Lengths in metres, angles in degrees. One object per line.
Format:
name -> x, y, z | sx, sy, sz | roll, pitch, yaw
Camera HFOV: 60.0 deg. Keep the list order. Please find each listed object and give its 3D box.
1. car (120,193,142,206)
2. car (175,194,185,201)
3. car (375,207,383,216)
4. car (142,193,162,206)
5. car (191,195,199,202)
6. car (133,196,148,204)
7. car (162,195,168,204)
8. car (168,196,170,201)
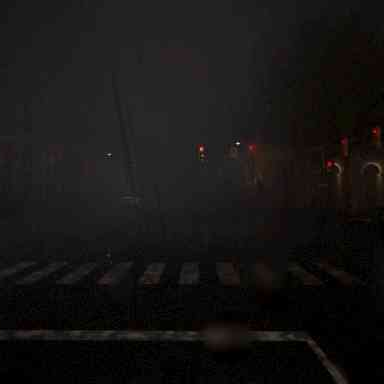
car -> -10.210, 1.222, 54.839 | 2.150, 2.045, 5.566 | 0, 0, 0
car -> -2.773, 1.279, 78.602 | 2.097, 1.767, 4.553 | 0, 0, 1
car -> 18.598, 1.526, 29.145 | 4.674, 1.442, 1.812 | 0, 0, 1
car -> -6.703, 1.221, 56.253 | 2.150, 2.045, 5.566 | 0, 0, -1
car -> 0.727, 1.450, 78.573 | 2.128, 1.511, 4.902 | 0, 0, 1
car -> -10.047, 1.547, 65.072 | 2.033, 1.411, 5.357 | 0, 0, 2
car -> -6.515, 1.491, 66.378 | 2.128, 1.511, 4.902 | 0, 0, 2
car -> -6.291, 1.477, 77.621 | 1.882, 1.535, 5.008 | 0, 0, 1
